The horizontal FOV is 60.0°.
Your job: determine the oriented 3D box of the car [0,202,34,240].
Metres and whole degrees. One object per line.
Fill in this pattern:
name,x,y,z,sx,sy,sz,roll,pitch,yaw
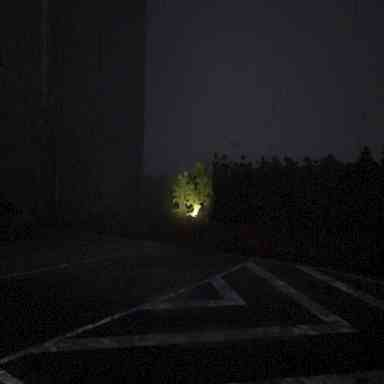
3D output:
car,-8.487,1.186,13.030,1.851,1.617,3.988,1,1,35

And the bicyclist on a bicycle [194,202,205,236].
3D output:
bicyclist on a bicycle,0.544,1.333,16.005,0.582,1.620,1.656,0,5,-36
